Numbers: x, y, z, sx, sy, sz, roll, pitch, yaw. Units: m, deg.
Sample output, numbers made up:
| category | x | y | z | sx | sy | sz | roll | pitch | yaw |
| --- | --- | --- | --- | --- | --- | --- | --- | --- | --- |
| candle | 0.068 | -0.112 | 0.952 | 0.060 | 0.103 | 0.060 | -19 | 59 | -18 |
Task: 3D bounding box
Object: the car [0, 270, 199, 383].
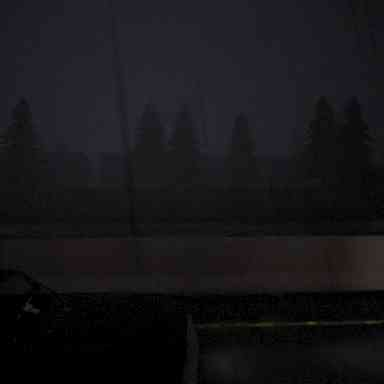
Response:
| category | x | y | z | sx | sy | sz | roll | pitch | yaw |
| --- | --- | --- | --- | --- | --- | --- | --- | --- | --- |
| car | -2.284 | 1.599 | 3.594 | 4.718 | 1.301 | 1.895 | 0 | 0 | -3 |
